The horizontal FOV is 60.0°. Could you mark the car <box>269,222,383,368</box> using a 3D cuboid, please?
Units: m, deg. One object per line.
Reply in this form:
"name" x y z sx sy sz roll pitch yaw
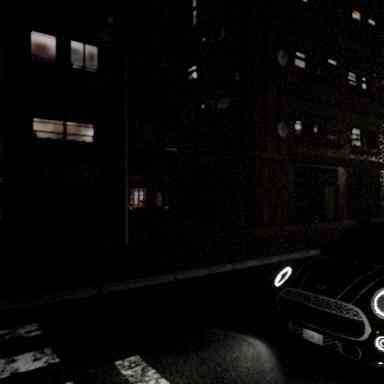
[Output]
"car" 3.440 1.350 5.784 4.553 1.767 2.097 0 0 -36
